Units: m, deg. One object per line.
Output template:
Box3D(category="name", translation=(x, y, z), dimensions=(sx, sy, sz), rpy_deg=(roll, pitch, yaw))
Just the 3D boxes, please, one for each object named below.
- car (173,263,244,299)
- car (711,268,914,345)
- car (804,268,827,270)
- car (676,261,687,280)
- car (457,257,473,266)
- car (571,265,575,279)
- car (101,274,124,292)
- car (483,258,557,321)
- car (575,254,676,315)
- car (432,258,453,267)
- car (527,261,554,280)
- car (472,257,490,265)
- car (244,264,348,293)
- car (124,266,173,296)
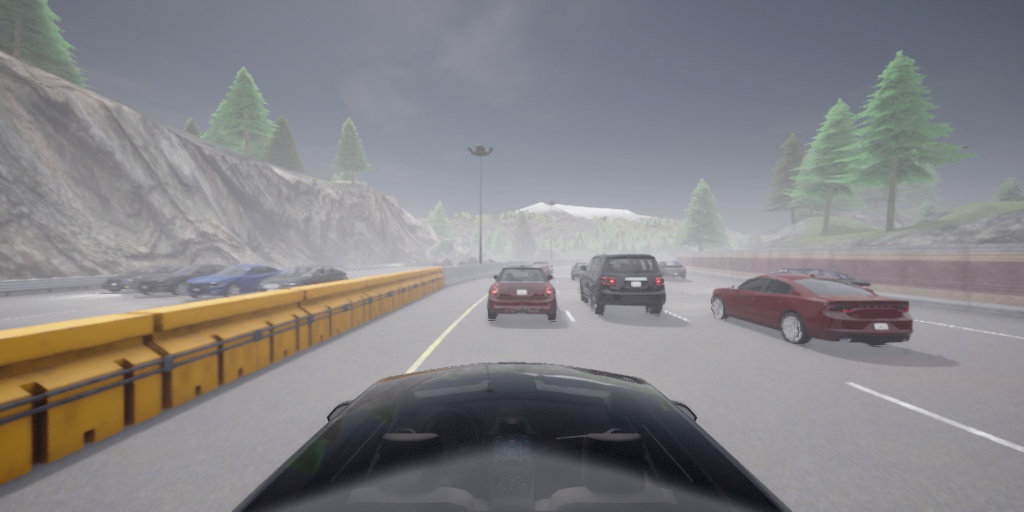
Box3D(category="car", translation=(-13.461, 1.178, 18.006), dimensions=(1.882, 1.535, 5.008), rpy_deg=(0, 0, 5))
Box3D(category="car", translation=(7.230, 1.204, 9.422), dimensions=(1.882, 1.535, 5.008), rpy_deg=(0, 0, 2))
Box3D(category="car", translation=(10.953, 1.204, 13.700), dimensions=(2.128, 1.511, 4.902), rpy_deg=(0, 0, 3))
Box3D(category="car", translation=(13.023, 1.154, 29.893), dimensions=(2.128, 1.511, 4.902), rpy_deg=(0, 0, 10))
Box3D(category="car", translation=(-7.527, 0.920, 60.706), dimensions=(2.097, 1.767, 4.553), rpy_deg=(0, 0, 21))
Box3D(category="car", translation=(6.023, 1.225, 30.484), dimensions=(1.994, 1.385, 4.181), rpy_deg=(0, 0, 10))
Box3D(category="car", translation=(-20.255, 1.257, 20.397), dimensions=(1.994, 1.385, 4.181), rpy_deg=(0, 0, 6))
Box3D(category="car", translation=(0.388, 1.068, 12.535), dimensions=(2.097, 1.767, 4.553), rpy_deg=(0, 0, 3))
Box3D(category="car", translation=(3.918, 0.935, 13.551), dimensions=(2.150, 2.045, 5.566), rpy_deg=(0, 0, 3))
Box3D(category="car", translation=(-11.563, 1.097, 59.855), dimensions=(1.812, 1.442, 4.674), rpy_deg=(0, 0, 20))
Box3D(category="car", translation=(2.540, 1.185, 30.927), dimensions=(1.812, 1.442, 4.674), rpy_deg=(0, 0, 10))
Box3D(category="car", translation=(-4.284, 1.098, 59.428), dimensions=(1.812, 1.442, 4.674), rpy_deg=(0, 0, 21))
Box3D(category="car", translation=(-9.988, 1.193, 17.538), dimensions=(2.128, 1.511, 4.902), rpy_deg=(0, 0, 5))
Box3D(category="car", translation=(-16.873, 1.174, 19.184), dimensions=(1.882, 1.535, 5.008), rpy_deg=(0, 0, 5))
